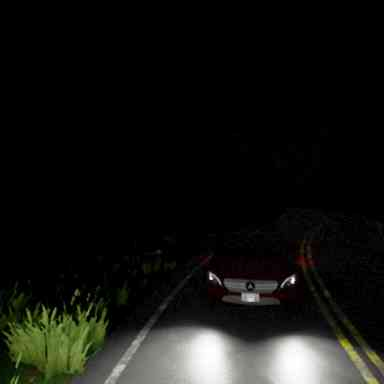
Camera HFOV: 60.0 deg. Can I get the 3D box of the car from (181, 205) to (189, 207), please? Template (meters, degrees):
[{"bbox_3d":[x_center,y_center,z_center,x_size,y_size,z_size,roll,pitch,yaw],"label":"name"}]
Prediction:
[{"bbox_3d":[-2.688,2.888,61.735,5.566,2.045,2.150,-9,-10,34],"label":"car"}]

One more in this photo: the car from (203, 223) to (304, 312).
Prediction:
[{"bbox_3d":[1.476,1.524,7.921,1.812,1.442,4.674,-1,0,12],"label":"car"}]
